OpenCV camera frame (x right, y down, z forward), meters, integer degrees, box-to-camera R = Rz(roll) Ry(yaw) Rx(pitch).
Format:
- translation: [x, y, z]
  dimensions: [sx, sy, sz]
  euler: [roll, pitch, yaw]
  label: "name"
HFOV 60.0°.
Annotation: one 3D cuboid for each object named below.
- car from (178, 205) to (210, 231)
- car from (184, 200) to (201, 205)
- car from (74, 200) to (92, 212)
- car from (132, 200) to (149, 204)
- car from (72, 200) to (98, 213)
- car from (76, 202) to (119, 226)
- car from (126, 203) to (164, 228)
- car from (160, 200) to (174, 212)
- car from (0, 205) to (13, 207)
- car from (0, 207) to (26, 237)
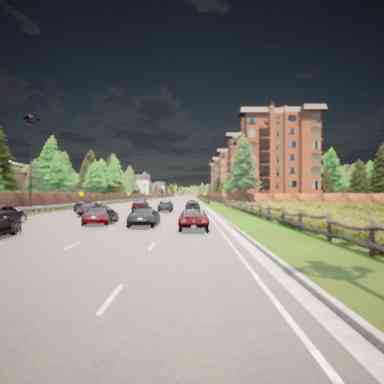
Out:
- translation: [0.101, 1.754, 21.578]
  dimensions: [1.895, 1.301, 4.718]
  euler: [0, 0, 0]
  label: "car"
- translation: [0.062, 1.813, 43.490]
  dimensions: [1.837, 1.490, 4.892]
  euler: [0, 0, 0]
  label: "car"
- translation: [-10.400, 1.793, 34.684]
  dimensions: [2.033, 1.411, 5.357]
  euler: [0, 0, 0]
  label: "car"
- translation: [-6.947, 1.798, 45.279]
  dimensions: [1.882, 1.535, 5.008]
  euler: [0, 0, 0]
  label: "car"
- translation: [-13.938, 1.815, 43.571]
  dimensions: [1.837, 1.490, 4.892]
  euler: [0, 0, 0]
  label: "car"
- translation: [-6.897, 1.743, 25.265]
  dimensions: [1.994, 1.385, 4.181]
  euler: [0, 0, 0]
  label: "car"
- translation: [-3.398, 1.733, 23.779]
  dimensions: [1.994, 1.385, 4.181]
  euler: [0, 0, 0]
  label: "car"
- translation: [-3.439, 1.802, 43.842]
  dimensions: [2.128, 1.511, 4.902]
  euler: [0, 0, 0]
  label: "car"
- translation: [-13.898, 1.677, 24.117]
  dimensions: [1.837, 1.490, 4.892]
  euler: [0, 0, 0]
  label: "car"
- translation: [-10.399, 1.683, 16.669]
  dimensions: [1.994, 1.385, 4.181]
  euler: [0, 0, 0]
  label: "car"
